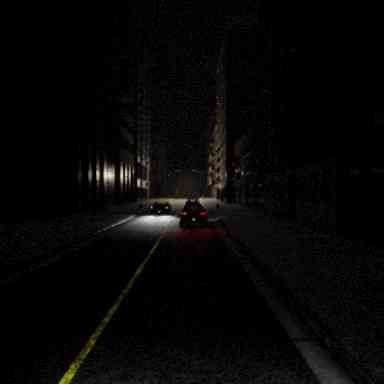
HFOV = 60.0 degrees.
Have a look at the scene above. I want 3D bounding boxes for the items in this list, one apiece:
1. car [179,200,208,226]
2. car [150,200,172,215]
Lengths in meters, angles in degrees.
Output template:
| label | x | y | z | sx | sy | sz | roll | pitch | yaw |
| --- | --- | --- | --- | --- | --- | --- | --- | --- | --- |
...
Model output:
| label | x | y | z | sx | sy | sz | roll | pitch | yaw |
| --- | --- | --- | --- | --- | --- | --- | --- | --- | --- |
| car | 0.100 | 1.485 | 22.753 | 1.812 | 1.442 | 4.674 | 0 | 0 | 0 |
| car | -3.098 | 1.540 | 33.689 | 1.895 | 1.301 | 4.718 | 0 | 0 | 0 |
